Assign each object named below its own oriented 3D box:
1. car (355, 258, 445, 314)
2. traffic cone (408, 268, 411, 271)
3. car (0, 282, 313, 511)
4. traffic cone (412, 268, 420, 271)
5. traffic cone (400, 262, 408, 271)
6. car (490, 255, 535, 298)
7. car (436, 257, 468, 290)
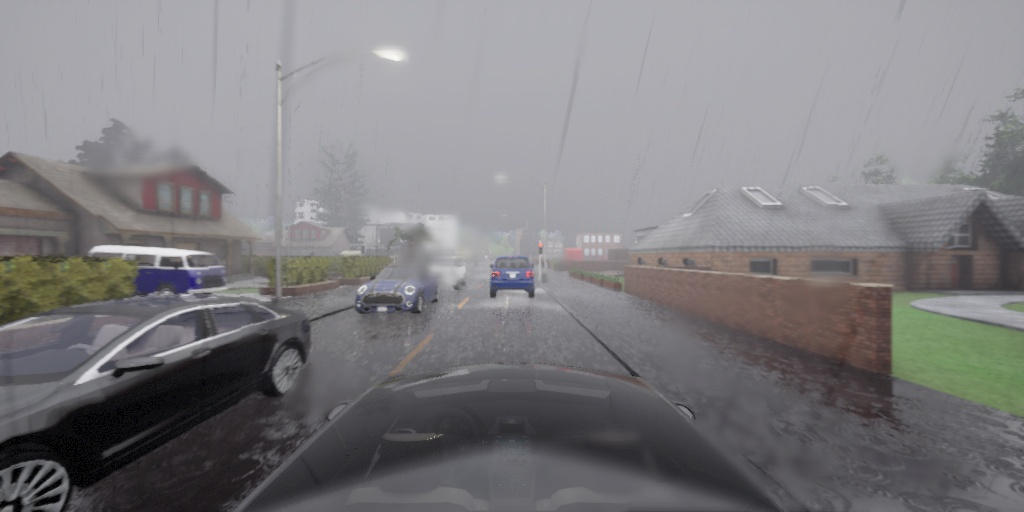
[{"bbox_3d":[-4.156,1.106,13.707,2.097,1.767,4.553,0,0,0],"label":"car"},{"bbox_3d":[-15.783,1.579,54.026,0.344,0.586,0.344,0,0,0],"label":"traffic cone"},{"bbox_3d":[-4.096,1.238,3.756,2.128,1.511,4.902,0,0,0],"label":"car"},{"bbox_3d":[-14.792,1.605,55.073,0.344,0.586,0.344,0,0,0],"label":"traffic cone"},{"bbox_3d":[-16.139,1.581,53.453,0.344,0.586,0.344,0,0,0],"label":"traffic cone"},{"bbox_3d":[0.000,0.987,18.818,2.150,2.045,5.566,0,0,-1],"label":"car"},{"bbox_3d":[-4.149,1.063,22.982,2.150,2.045,5.566,0,0,0],"label":"car"}]
